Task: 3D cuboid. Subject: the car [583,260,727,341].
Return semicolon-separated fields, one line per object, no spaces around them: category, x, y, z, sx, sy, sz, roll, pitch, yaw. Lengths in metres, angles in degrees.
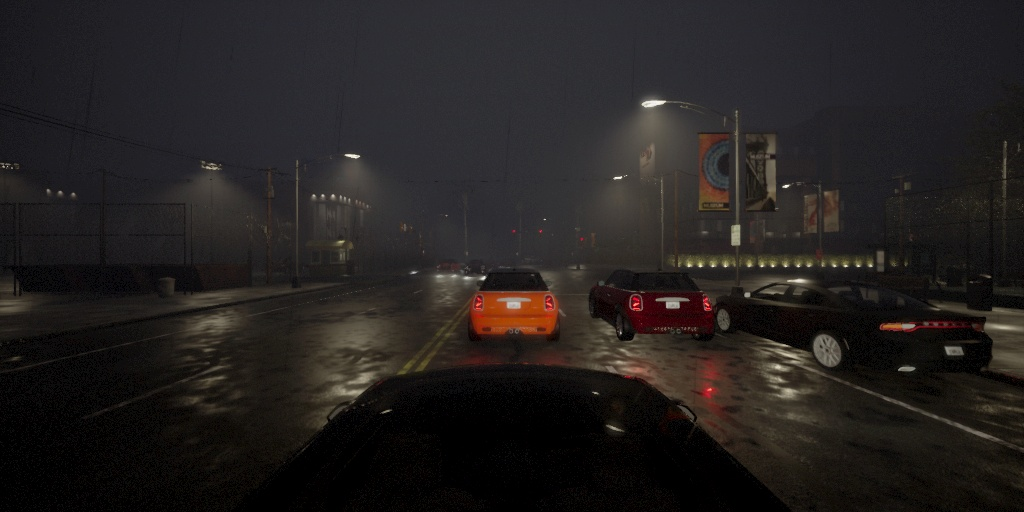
car;3.561;1.102;10.028;2.097;1.767;4.553;0;0;0

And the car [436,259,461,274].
car;-7.067;1.101;40.230;2.097;1.767;4.553;0;0;0

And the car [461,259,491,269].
car;-3.588;1.102;36.571;2.097;1.767;4.553;0;0;0

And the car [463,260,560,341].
car;0.061;1.102;10.011;2.097;1.767;4.553;0;0;0

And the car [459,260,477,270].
car;-6.730;1.351;55.138;1.895;1.301;4.718;0;0;4
